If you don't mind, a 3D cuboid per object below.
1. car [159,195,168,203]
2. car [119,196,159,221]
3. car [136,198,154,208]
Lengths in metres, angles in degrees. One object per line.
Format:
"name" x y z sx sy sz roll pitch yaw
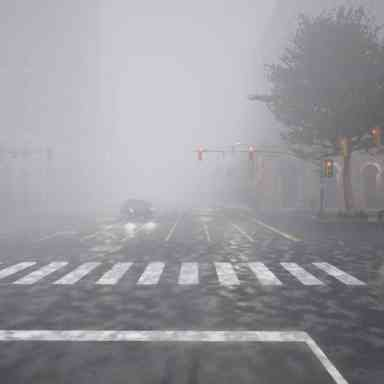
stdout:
"car" -6.622 1.477 67.145 1.882 1.535 5.008 0 0 1
"car" -4.600 1.352 27.288 2.097 1.767 4.553 0 0 -23
"car" -6.851 1.601 48.954 1.895 1.301 4.718 0 0 0
